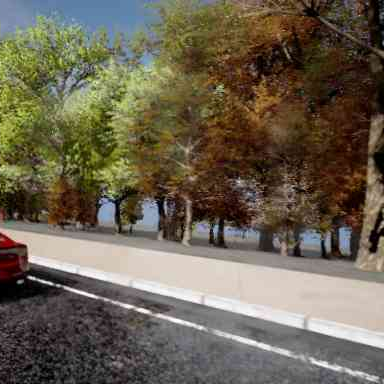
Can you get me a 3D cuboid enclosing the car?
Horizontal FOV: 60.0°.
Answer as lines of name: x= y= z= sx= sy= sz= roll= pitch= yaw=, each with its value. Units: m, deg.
car: x=-5.846 y=1.415 z=7.838 sx=5.008 sy=1.535 sz=1.882 roll=0 pitch=0 yaw=35
